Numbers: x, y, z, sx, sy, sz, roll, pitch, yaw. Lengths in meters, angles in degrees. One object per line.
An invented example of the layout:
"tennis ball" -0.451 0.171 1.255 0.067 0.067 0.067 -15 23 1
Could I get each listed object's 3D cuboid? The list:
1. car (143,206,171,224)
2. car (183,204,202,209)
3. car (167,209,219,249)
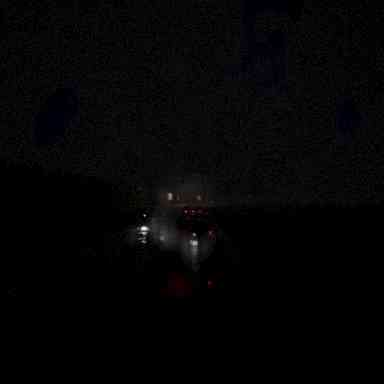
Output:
"car" -2.758 1.828 26.673 1.895 1.301 4.718 0 -1 0
"car" 0.089 1.858 32.571 1.895 1.301 4.718 0 -1 0
"car" 0.093 1.668 14.928 1.895 1.301 4.718 0 0 0
